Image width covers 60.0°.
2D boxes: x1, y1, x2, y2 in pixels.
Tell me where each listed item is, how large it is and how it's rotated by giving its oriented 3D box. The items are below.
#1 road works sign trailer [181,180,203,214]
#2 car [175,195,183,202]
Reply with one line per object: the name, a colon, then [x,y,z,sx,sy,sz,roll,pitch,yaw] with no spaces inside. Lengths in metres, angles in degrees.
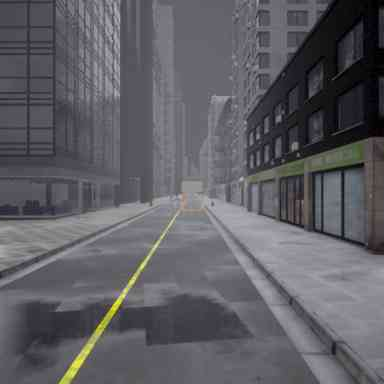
road works sign trailer: [0.000,0.462,35.570,2.380,3.560,2.880,0,0,0]
car: [-3.000,1.440,76.710,1.812,1.442,4.674,0,0,0]
